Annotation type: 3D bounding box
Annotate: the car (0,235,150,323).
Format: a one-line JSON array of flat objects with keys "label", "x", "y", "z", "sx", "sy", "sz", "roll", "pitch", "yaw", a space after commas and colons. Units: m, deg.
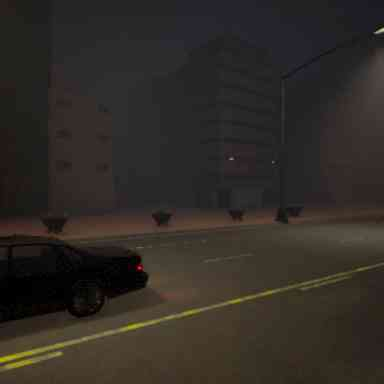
[{"label": "car", "x": -3.450, "y": 1.528, "z": 5.853, "sx": 5.357, "sy": 1.411, "sz": 2.033, "roll": 0, "pitch": 0, "yaw": -35}]
